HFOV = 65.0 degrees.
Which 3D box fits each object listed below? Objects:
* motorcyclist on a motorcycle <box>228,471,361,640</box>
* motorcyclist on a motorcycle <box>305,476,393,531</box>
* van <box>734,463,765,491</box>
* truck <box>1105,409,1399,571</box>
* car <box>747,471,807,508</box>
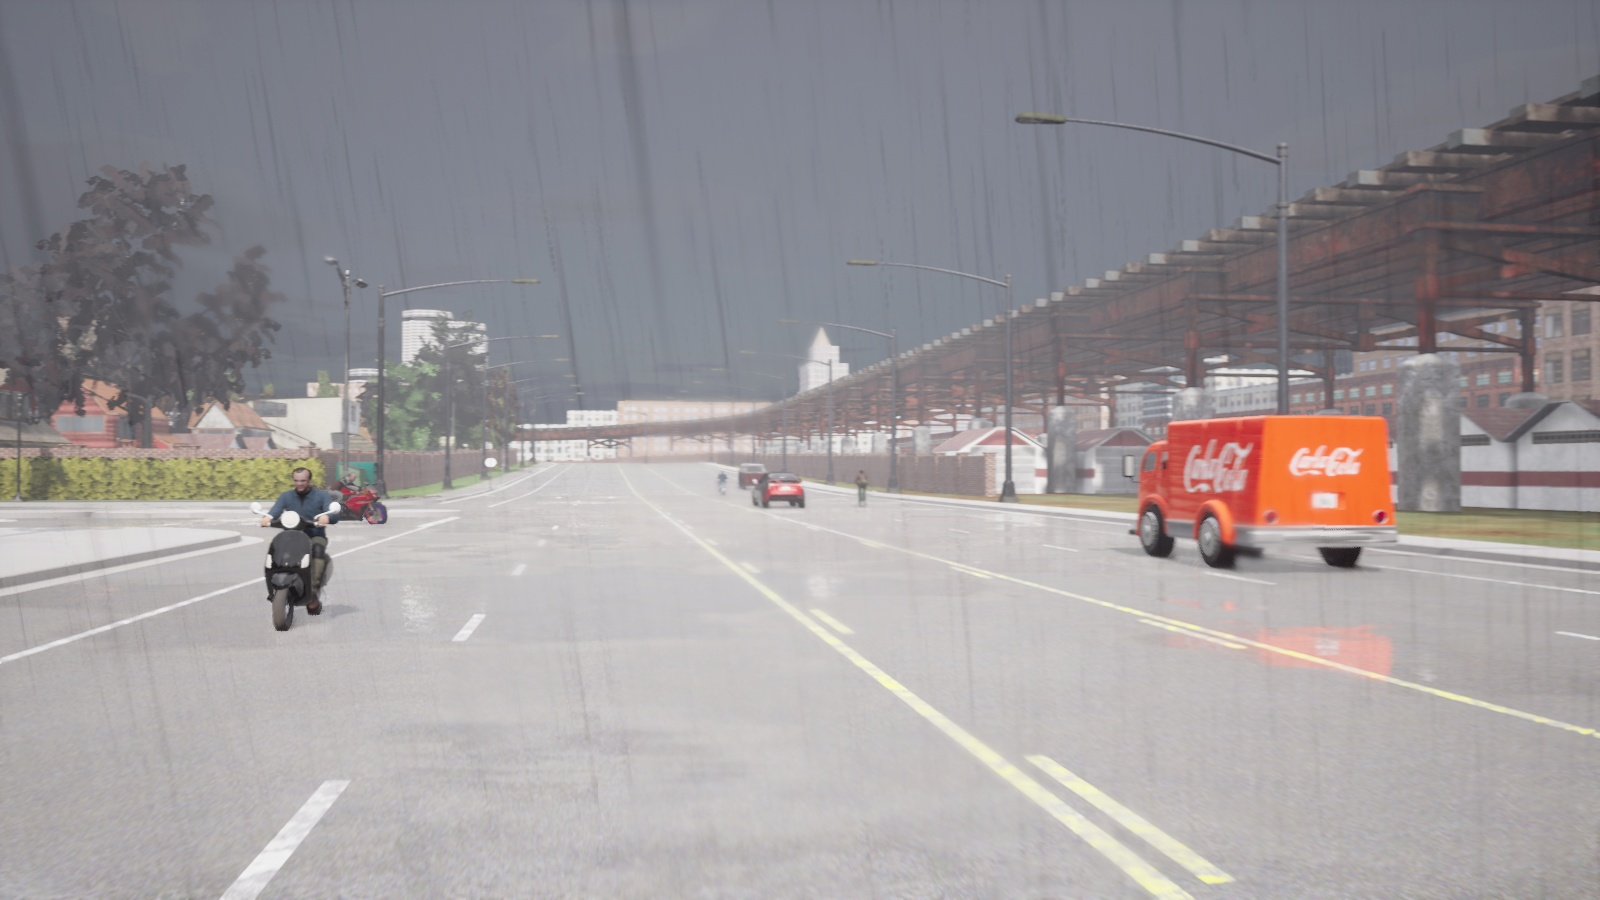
[{"bbox_3d":[-5.100,1.010,12.794,0.866,1.590,1.817,0,-1,-9],"label":"motorcyclist on a motorcycle"},{"bbox_3d":[-12.786,1.515,35.669,2.191,1.530,0.866,0,0,-1],"label":"motorcyclist on a motorcycle"},{"bbox_3d":[-3.827,2.010,94.387,1.775,1.987,4.442,0,0,-9],"label":"van"},{"bbox_3d":[7.625,0.655,21.959,2.627,2.467,5.204,0,-1,-9],"label":"truck"},{"bbox_3d":[-1.040,1.678,54.352,2.007,1.525,4.514,0,-1,-9],"label":"car"}]
